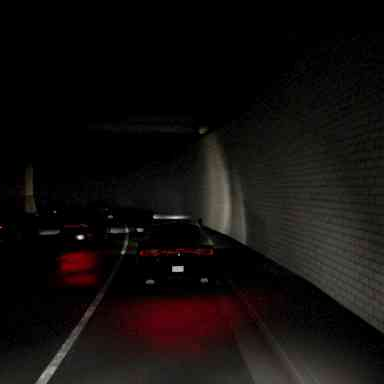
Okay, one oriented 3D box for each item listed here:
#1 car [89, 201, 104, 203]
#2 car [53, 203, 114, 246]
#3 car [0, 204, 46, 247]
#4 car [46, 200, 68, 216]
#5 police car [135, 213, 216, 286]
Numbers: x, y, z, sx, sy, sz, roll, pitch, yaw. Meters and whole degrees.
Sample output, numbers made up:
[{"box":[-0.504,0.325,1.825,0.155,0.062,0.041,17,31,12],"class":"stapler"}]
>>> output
[{"box":[-8.783,1.547,30.606,2.033,1.411,5.357,0,0,-21],"class":"car"},{"box":[-4.819,1.507,15.457,1.837,1.490,4.892,0,0,-10],"class":"car"},{"box":[-8.270,1.508,14.874,1.837,1.490,4.892,0,0,-10],"class":"car"},{"box":[-12.248,1.478,29.821,1.882,1.535,5.008,0,0,-21],"class":"car"},{"box":[-0.570,1.425,9.605,1.930,1.638,5.238,0,0,-6],"class":"police car"}]
